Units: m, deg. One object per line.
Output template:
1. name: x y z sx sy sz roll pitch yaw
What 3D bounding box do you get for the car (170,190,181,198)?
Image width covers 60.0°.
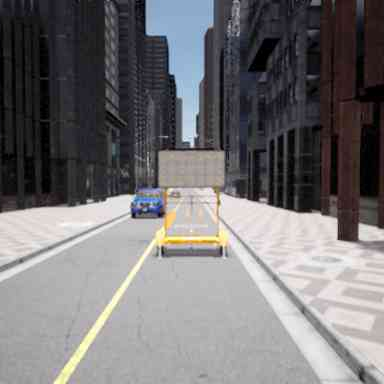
1. car: -3.177 0.380 66.198 2.128 1.511 4.902 0 1 0

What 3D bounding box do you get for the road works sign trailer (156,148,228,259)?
1. road works sign trailer: -0.008 0.262 11.710 2.380 3.560 2.880 0 1 0

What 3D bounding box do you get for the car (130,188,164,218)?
1. car: -3.160 0.795 25.013 2.150 2.045 5.566 0 1 0
